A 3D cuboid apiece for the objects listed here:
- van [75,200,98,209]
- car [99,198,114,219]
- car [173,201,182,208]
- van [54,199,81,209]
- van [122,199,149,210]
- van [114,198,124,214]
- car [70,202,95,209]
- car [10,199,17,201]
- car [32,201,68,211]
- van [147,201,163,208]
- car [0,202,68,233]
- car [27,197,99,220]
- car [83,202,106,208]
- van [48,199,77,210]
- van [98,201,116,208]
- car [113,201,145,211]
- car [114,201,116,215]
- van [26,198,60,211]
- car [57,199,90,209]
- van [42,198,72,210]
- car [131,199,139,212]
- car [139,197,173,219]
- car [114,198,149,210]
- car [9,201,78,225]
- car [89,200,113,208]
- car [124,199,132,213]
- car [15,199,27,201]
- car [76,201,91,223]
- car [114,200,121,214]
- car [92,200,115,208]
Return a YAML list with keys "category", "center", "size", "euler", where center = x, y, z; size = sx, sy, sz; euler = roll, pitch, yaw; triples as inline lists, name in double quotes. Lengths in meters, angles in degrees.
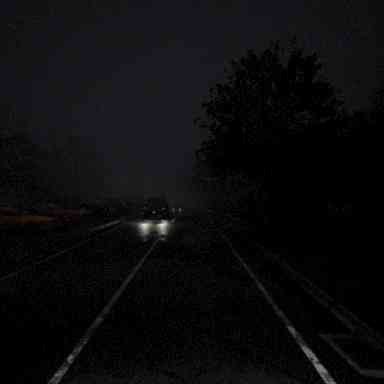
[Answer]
- category: "van"
  center: [-23.501, 2.717, 74.058]
  size: [4.442, 1.987, 1.878]
  euler: [0, -2, 0]
- category: "car"
  center: [-10.301, 1.454, 29.678]
  size: [5.566, 2.045, 2.435]
  euler: [0, -1, 0]
- category: "car"
  center: [-3.270, 2.849, 73.661]
  size: [1.837, 1.490, 4.892]
  euler: [0, -2, 0]
- category: "van"
  center: [-23.508, 2.300, 62.986]
  size: [4.442, 1.987, 1.878]
  euler: [0, -2, 0]
- category: "van"
  center: [-10.196, 2.196, 60.191]
  size: [4.442, 1.987, 1.878]
  euler: [0, -2, 0]
- category: "van"
  center: [-10.441, 1.659, 38.004]
  size: [4.442, 1.987, 1.878]
  euler: [0, -1, 0]
- category: "car"
  center: [-23.384, 2.883, 71.406]
  size: [4.674, 1.452, 2.002]
  euler: [0, -2, 0]
- category: "car"
  center: [-23.399, 1.885, 38.074]
  size: [5.008, 1.535, 2.097]
  euler: [0, -1, 0]
- category: "car"
  center: [-23.400, 2.246, 54.816]
  size: [5.008, 1.535, 2.097]
  euler: [0, -1, 0]
- category: "van"
  center: [-10.411, 3.449, 93.482]
  size: [4.442, 1.987, 1.878]
  euler: [0, -2, 0]
- category: "car"
  center: [-10.150, 1.513, 18.585]
  size: [5.366, 1.575, 1.946]
  euler: [0, -1, 0]
- category: "car"
  center: [-10.362, 1.523, 26.905]
  size: [4.553, 1.767, 2.185]
  euler: [0, -1, 0]
- category: "car"
  center: [-23.376, 3.156, 79.711]
  size: [5.008, 1.535, 2.097]
  euler: [0, -2, 0]
- category: "van"
  center: [-23.509, 2.201, 60.342]
  size: [4.442, 1.987, 1.878]
  euler: [0, -2, 0]
- category: "van"
  center: [-23.259, 3.347, 90.793]
  size: [4.442, 1.987, 1.878]
  euler: [0, -2, 0]
- category: "car"
  center: [-10.345, 2.273, 54.658]
  size: [4.792, 1.488, 2.163]
  euler: [0, -2, 0]
- category: "car"
  center: [-10.357, 1.795, 32.448]
  size: [4.792, 1.488, 2.163]
  euler: [0, -1, 0]
- category: "van"
  center: [-23.280, 1.960, 52.051]
  size: [4.442, 1.987, 1.878]
  euler: [0, -1, 0]
- category: "car"
  center: [-23.361, 2.379, 65.755]
  size: [5.566, 2.045, 2.435]
  euler: [0, -2, 0]
- category: "van"
  center: [-23.277, 2.092, 57.441]
  size: [4.442, 1.987, 1.878]
  euler: [0, -2, 0]
- category: "car"
  center: [-10.290, 2.094, 46.324]
  size: [4.792, 1.488, 2.163]
  euler: [0, -1, 0]
- category: "car"
  center: [-3.346, 1.493, 32.024]
  size: [2.150, 2.045, 5.566]
  euler: [0, -1, 0]
- category: "car"
  center: [-10.342, 2.067, 57.418]
  size: [5.566, 2.045, 2.435]
  euler: [0, -2, 0]
- category: "car"
  center: [-10.339, 1.553, 21.354]
  size: [4.892, 1.521, 2.231]
  euler: [0, -1, 0]
- category: "car"
  center: [-23.351, 3.113, 85.258]
  size: [5.566, 2.045, 2.435]
  euler: [0, -2, 0]
- category: "car"
  center: [-10.328, 1.944, 40.775]
  size: [5.008, 1.535, 2.097]
  euler: [0, -1, 0]
- category: "car"
  center: [-23.398, 1.947, 40.969]
  size: [5.008, 1.535, 2.097]
  euler: [0, -1, 0]
- category: "car"
  center: [-10.338, 1.596, 24.126]
  size: [5.008, 1.535, 2.097]
  euler: [0, -1, 0]
- category: "car"
  center: [-10.329, 1.865, 35.223]
  size: [4.674, 1.452, 2.002]
  euler: [0, -1, 0]
- category: "car"
  center: [-23.349, 3.217, 88.027]
  size: [5.566, 2.045, 2.435]
  euler: [0, -2, 0]
